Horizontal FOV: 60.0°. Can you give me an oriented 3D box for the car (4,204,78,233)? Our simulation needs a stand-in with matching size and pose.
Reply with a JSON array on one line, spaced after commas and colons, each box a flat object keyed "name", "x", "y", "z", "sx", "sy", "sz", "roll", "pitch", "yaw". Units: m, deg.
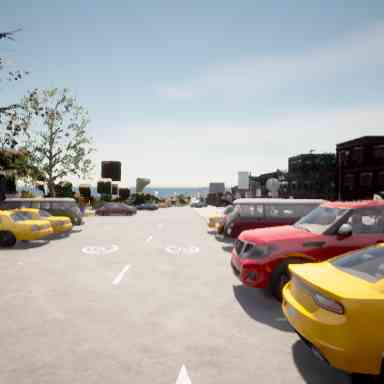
[{"name": "car", "x": -9.001, "y": 1.552, "z": 17.058, "sx": 5.366, "sy": 1.575, "sz": 1.946, "roll": 0, "pitch": -1, "yaw": -1}]

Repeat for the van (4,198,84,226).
[{"name": "van", "x": -8.771, "y": 1.378, "z": 19.862, "sx": 4.442, "sy": 1.987, "sz": 1.878, "roll": 0, "pitch": -1, "yaw": -1}]

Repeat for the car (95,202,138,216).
[{"name": "car", "x": -9.392, "y": 2.218, "z": 40.634, "sx": 4.674, "sy": 1.452, "sz": 2.002, "roll": 0, "pitch": -2, "yaw": -1}]

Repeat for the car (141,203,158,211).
[{"name": "car", "x": -9.898, "y": 3.166, "z": 68.119, "sx": 4.674, "sy": 1.452, "sz": 2.002, "roll": 0, "pitch": -2, "yaw": -1}]

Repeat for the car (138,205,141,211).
[{"name": "car", "x": -9.519, "y": 2.160, "z": 43.806, "sx": 4.553, "sy": 1.767, "sz": 2.185, "roll": 0, "pitch": -2, "yaw": -1}]

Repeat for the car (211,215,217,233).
[{"name": "car", "x": 3.437, "y": 1.435, "z": 16.607, "sx": 4.553, "sy": 1.767, "sz": 2.185, "roll": 0, "pitch": -1, "yaw": -1}]

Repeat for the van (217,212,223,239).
[{"name": "van", "x": 3.430, "y": 1.294, "z": 13.571, "sx": 4.442, "sy": 1.987, "sz": 1.878, "roll": 0, "pitch": -1, "yaw": -1}]

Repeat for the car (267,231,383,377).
[{"name": "car", "x": 3.795, "y": 1.444, "z": 4.466, "sx": 5.008, "sy": 1.535, "sz": 2.097, "roll": 0, "pitch": 0, "yaw": -2}]

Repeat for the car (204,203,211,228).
[{"name": "car", "x": 3.577, "y": 1.608, "z": 19.527, "sx": 5.366, "sy": 1.575, "sz": 1.946, "roll": 0, "pitch": -1, "yaw": -1}]

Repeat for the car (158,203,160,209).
[{"name": "car", "x": -9.951, "y": 3.241, "z": 71.394, "sx": 4.892, "sy": 1.521, "sz": 2.231, "roll": 0, "pitch": -2, "yaw": -1}]

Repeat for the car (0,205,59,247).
[{"name": "car", "x": -8.933, "y": 1.512, "z": 14.398, "sx": 5.366, "sy": 1.575, "sz": 1.946, "roll": 0, "pitch": -1, "yaw": -1}]

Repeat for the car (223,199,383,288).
[{"name": "car", "x": 3.684, "y": 1.206, "z": 7.383, "sx": 5.566, "sy": 2.045, "sz": 2.435, "roll": 0, "pitch": -1, "yaw": -2}]
